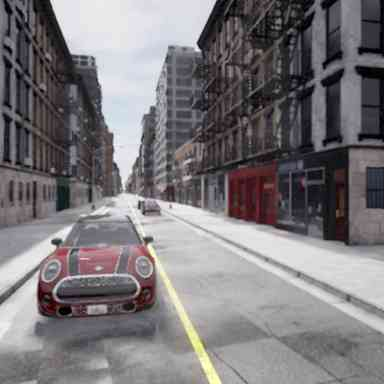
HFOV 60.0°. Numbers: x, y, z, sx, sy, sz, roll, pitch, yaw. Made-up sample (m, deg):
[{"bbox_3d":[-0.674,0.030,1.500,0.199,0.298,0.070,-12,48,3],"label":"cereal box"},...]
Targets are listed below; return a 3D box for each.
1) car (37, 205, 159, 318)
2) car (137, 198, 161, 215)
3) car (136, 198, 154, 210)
[{"bbox_3d":[-2.022,1.359,7.713,2.097,1.767,4.553,0,0,-12],"label":"car"},{"bbox_3d":[-4.285,1.576,34.307,2.033,1.411,5.357,0,0,-11],"label":"car"},{"bbox_3d":[-6.224,1.523,43.769,2.128,1.511,4.902,0,0,-11],"label":"car"}]
